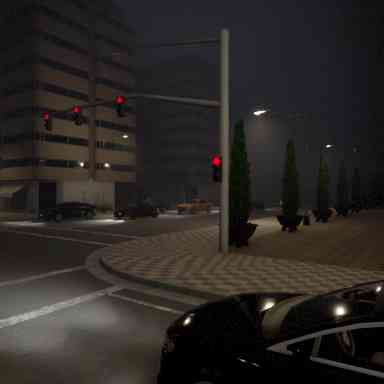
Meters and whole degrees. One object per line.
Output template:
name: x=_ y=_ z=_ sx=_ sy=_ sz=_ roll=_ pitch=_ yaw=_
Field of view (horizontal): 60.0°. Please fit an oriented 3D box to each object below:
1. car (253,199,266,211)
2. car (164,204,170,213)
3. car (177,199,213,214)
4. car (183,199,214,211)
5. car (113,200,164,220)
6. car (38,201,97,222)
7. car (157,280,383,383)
car: x=7.196 y=1.547 z=39.603 sx=2.128 sy=1.511 sz=4.902 roll=0 pitch=0 yaw=36
car: x=-4.552 y=1.603 z=35.445 sx=2.033 sy=1.411 sz=5.357 roll=0 pitch=0 yaw=35
car: x=0.353 y=1.533 z=36.320 sx=1.882 sy=1.535 sz=5.008 roll=0 pitch=0 yaw=35
car: x=0.899 y=1.619 z=43.135 sx=1.994 sy=1.385 sz=4.181 roll=0 pitch=0 yaw=36
car: x=-4.797 y=1.619 z=29.032 sx=1.994 sy=1.385 sz=4.181 roll=0 pitch=0 yaw=35
car: x=-10.172 y=1.560 z=27.488 sx=1.837 sy=1.490 sz=4.892 roll=0 pitch=0 yaw=35
car: x=1.890 y=1.492 z=2.626 sx=4.902 sy=1.511 sz=2.128 roll=0 pitch=0 yaw=36
